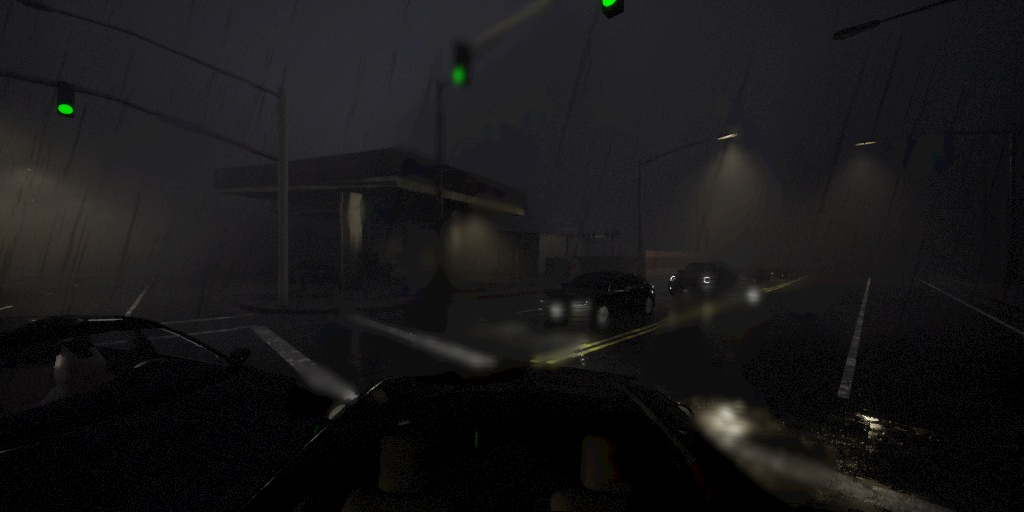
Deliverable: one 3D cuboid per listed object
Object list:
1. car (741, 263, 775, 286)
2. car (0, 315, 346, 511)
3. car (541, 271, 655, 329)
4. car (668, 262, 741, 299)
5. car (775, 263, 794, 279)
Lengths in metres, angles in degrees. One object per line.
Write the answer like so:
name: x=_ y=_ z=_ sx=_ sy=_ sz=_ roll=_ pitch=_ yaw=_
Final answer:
car: x=16.753 y=1.314 z=25.256 sx=1.994 sy=1.385 sz=4.181 roll=0 pitch=0 yaw=44
car: x=-3.410 y=1.242 z=2.566 sx=4.902 sy=1.511 sz=2.128 roll=0 pitch=0 yaw=15
car: x=2.930 y=1.255 z=11.557 sx=1.837 sy=1.490 sz=4.892 roll=0 pitch=0 yaw=45
car: x=9.797 y=1.102 z=18.374 sx=4.553 sy=1.767 sz=2.097 roll=0 pitch=0 yaw=-45
car: x=23.916 y=1.314 z=32.280 sx=4.181 sy=1.385 sz=1.994 roll=0 pitch=0 yaw=-44
